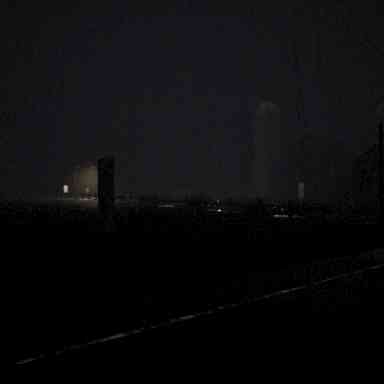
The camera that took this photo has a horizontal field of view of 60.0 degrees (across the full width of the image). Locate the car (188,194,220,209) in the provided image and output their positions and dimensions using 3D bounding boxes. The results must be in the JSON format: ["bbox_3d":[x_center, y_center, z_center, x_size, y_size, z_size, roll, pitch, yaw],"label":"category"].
[{"bbox_3d":[1.319,1.061,40.432,2.097,1.767,4.553,-1,1,-36],"label":"car"}]

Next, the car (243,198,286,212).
[{"bbox_3d":[6.979,1.326,32.591,1.812,1.442,4.674,-1,1,-35],"label":"car"}]

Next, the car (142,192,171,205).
[{"bbox_3d":[-5.066,0.956,49.302,2.097,1.767,4.553,-1,1,-36],"label":"car"}]

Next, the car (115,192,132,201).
[{"bbox_3d":[-13.623,0.752,66.004,2.097,1.767,4.553,-1,1,-36],"label":"car"}]

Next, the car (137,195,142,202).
[{"bbox_3d":[-7.842,0.849,58.060,2.097,1.767,4.553,-1,1,-35],"label":"car"}]
